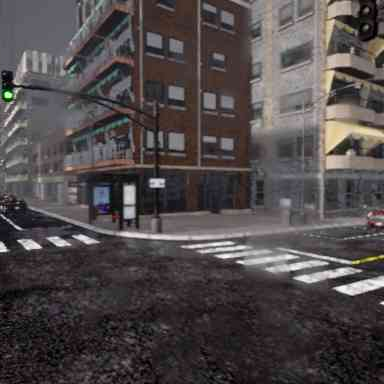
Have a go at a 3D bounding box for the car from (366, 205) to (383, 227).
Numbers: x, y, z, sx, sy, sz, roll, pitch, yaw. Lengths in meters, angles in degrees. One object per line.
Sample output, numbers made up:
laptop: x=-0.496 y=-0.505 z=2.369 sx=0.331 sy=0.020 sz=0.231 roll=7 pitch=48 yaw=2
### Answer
car: x=12.715 y=1.382 z=20.831 sx=4.097 sy=1.590 sz=1.967 roll=0 pitch=0 yaw=-35

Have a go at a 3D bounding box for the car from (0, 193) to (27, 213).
car: x=-15.588 y=1.058 z=29.190 sx=2.008 sy=1.369 sz=4.403 roll=-1 pitch=2 yaw=-34
